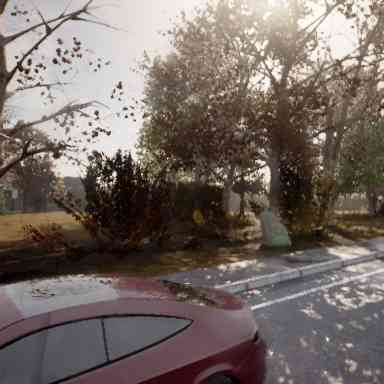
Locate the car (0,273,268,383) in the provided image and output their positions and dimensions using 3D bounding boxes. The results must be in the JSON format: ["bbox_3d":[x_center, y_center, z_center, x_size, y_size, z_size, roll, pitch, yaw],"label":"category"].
[{"bbox_3d":[-1.371,1.524,2.705,4.674,1.442,1.812,0,0,-35],"label":"car"}]
